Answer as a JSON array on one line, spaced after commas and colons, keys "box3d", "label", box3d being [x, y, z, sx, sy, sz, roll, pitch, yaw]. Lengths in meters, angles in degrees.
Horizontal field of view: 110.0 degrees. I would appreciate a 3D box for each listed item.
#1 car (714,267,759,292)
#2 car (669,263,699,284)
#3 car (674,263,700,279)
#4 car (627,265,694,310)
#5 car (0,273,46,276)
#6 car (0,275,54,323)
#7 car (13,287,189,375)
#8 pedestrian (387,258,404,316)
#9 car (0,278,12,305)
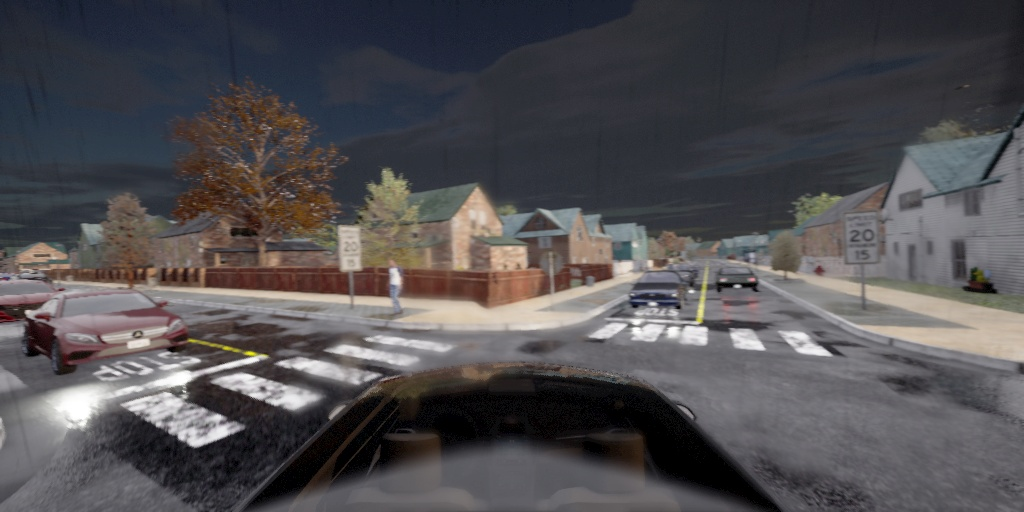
[{"box3d": [12.438, 1.240, 20.095, 1.895, 1.301, 4.718, -3, -1, 28], "label": "car"}, {"box3d": [11.457, 1.247, 24.537, 2.128, 1.511, 4.902, -3, -1, 29], "label": "car"}, {"box3d": [16.448, 1.342, 33.609, 1.895, 1.301, 4.718, -3, -1, 29], "label": "car"}, {"box3d": [6.259, 1.313, 15.059, 2.033, 1.411, 5.357, -3, -1, 29], "label": "car"}, {"box3d": [-36.234, 2.064, 26.889, 4.892, 1.490, 1.837, -2, 1, 29], "label": "car"}, {"box3d": [-18.421, 1.658, 13.352, 5.008, 1.535, 1.882, -1, 1, 30], "label": "car"}, {"box3d": [-9.344, 1.503, 8.182, 4.674, 1.442, 1.812, -1, 1, 30], "label": "car"}, {"box3d": [-3.623, 0.919, 11.312, 0.375, 1.860, 0.375, -3, -1, 30], "label": "pedestrian"}, {"box3d": [-29.663, 2.004, 19.768, 4.181, 1.385, 1.994, -1, 1, 29], "label": "car"}]
